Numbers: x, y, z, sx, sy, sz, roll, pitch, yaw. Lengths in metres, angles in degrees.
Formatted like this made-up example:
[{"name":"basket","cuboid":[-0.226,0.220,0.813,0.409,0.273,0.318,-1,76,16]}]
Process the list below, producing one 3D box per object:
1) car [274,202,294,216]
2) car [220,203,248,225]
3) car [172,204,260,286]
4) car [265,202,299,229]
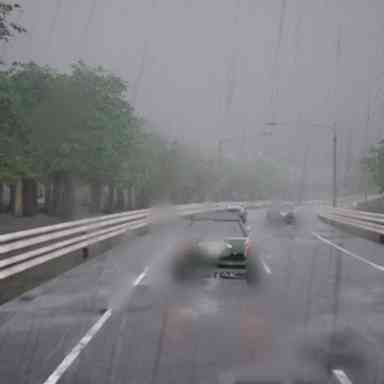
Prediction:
[{"name":"car","cuboid":[11.536,2.045,41.463,1.882,1.535,5.008,1,-1,20]},{"name":"car","cuboid":[3.557,1.746,27.325,1.837,1.490,4.892,0,-1,13]},{"name":"car","cuboid":[0.724,1.396,9.799,2.097,1.767,4.553,0,0,5]},{"name":"car","cuboid":[6.352,1.583,23.759,2.097,1.767,4.553,1,-1,12]}]
